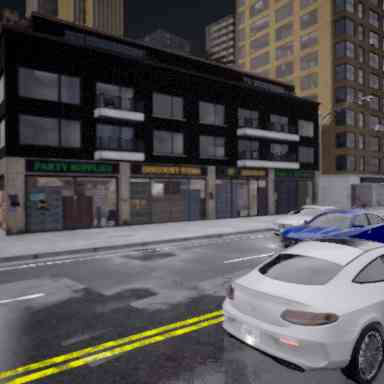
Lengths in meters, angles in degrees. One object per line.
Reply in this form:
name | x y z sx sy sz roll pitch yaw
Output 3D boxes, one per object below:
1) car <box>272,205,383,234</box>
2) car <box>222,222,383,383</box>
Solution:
car | 5.104 1.358 11.316 5.008 1.535 1.882 -1 0 -35
car | 2.562 1.469 5.266 4.674 1.442 1.812 -1 0 -36
